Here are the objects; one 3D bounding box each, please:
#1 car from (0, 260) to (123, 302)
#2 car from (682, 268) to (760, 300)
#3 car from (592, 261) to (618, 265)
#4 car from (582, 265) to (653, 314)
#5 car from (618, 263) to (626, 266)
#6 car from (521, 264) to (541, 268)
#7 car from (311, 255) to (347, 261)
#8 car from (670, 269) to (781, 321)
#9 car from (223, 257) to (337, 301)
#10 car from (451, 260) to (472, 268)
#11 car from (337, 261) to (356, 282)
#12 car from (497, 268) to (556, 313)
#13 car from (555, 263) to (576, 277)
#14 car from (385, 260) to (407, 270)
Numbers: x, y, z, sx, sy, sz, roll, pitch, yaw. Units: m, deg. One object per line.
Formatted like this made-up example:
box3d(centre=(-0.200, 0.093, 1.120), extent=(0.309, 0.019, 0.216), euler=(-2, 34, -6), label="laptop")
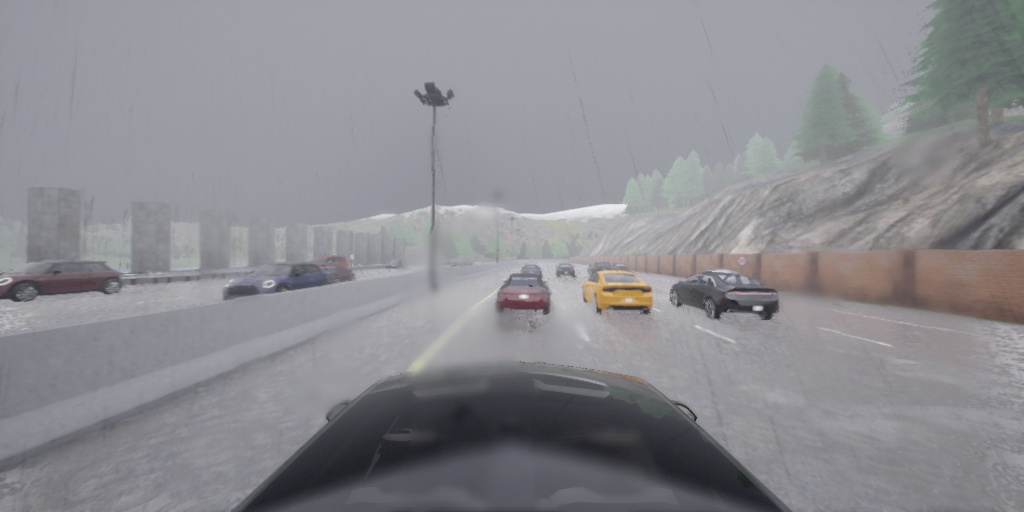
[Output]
box3d(centre=(-20.626, 0.995, 15.984), extent=(2.097, 1.767, 4.553), euler=(0, 0, 3), label="car")
box3d(centre=(11.317, 1.443, 19.825), extent=(1.812, 1.442, 4.674), euler=(0, 0, 4), label="car")
box3d(centre=(9.050, 1.322, 36.849), extent=(2.097, 1.767, 4.553), euler=(0, 0, 5), label="car")
box3d(centre=(3.997, 1.313, 14.309), extent=(1.882, 1.535, 5.008), euler=(0, 0, 3), label="car")
box3d(centre=(13.217, 1.562, 44.595), extent=(1.812, 1.442, 4.674), euler=(0, 0, 5), label="car")
box3d(centre=(1.839, 1.467, 34.675), extent=(1.994, 1.385, 4.181), euler=(0, 0, 5), label="car")
box3d(centre=(-16.202, 0.964, 30.780), extent=(2.150, 2.045, 5.566), euler=(0, -1, 4), label="car")
box3d(centre=(7.452, 1.350, 13.100), extent=(2.128, 1.511, 4.902), euler=(0, 0, 3), label="car")
box3d(centre=(-10.115, 1.078, 15.834), extent=(2.097, 1.767, 4.553), euler=(0, 0, 3), label="car")
box3d(centre=(-7.176, 1.410, 53.861), extent=(1.837, 1.490, 4.892), euler=(1, 1, 6), label="car")
box3d(centre=(-13.044, 1.309, 25.747), extent=(1.994, 1.385, 4.181), euler=(0, 0, 4), label="car")
box3d(centre=(0.508, 1.371, 14.298), extent=(1.994, 1.385, 4.181), euler=(0, 0, 3), label="car")
box3d(centre=(5.629, 1.473, 38.109), extent=(1.812, 1.442, 4.674), euler=(0, 0, 5), label="car")
box3d(centre=(-17.635, 1.331, 54.791), extent=(1.837, 1.490, 4.892), euler=(1, 1, 6), label="car")
